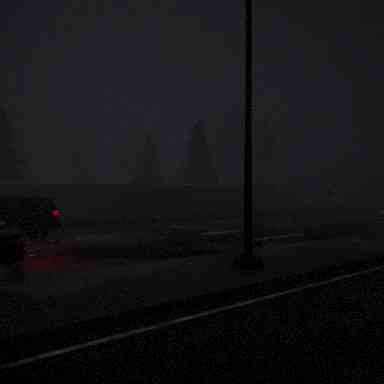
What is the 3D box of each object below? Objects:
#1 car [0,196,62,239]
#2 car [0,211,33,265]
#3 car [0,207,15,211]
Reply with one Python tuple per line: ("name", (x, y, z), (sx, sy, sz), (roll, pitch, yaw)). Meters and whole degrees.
("car", (-9.187, 1.228, 15.829), (5.566, 2.045, 2.150), (0, 0, -35))
("car", (-7.148, 1.475, 8.697), (5.008, 1.535, 1.882), (0, 0, -35))
("car", (-9.174, 1.475, 11.552), (5.008, 1.535, 1.882), (0, 0, -35))
